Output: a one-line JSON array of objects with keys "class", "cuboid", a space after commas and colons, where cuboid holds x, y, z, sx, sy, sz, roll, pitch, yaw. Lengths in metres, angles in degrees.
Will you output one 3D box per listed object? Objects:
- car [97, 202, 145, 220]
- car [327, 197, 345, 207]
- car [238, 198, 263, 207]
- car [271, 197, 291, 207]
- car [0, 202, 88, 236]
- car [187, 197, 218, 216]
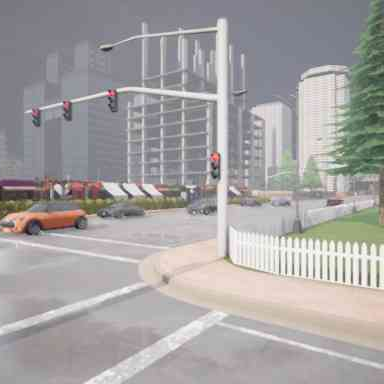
[{"class": "car", "cuboid": [-6.004, 1.577, 28.502, 1.994, 1.385, 4.181, 0, 0, 34]}, {"class": "car", "cuboid": [21.916, 1.484, 50.707, 1.882, 1.535, 5.008, 0, 0, 34]}, {"class": "car", "cuboid": [9.013, 1.561, 50.616, 2.033, 1.411, 5.357, 0, 0, 35]}, {"class": "car", "cuboid": [13.847, 1.537, 51.461, 1.812, 1.442, 4.674, 0, 0, 34]}, {"class": "car", "cuboid": [-8.188, 1.363, 18.699, 2.097, 1.767, 4.553, 0, 0, 32]}, {"class": "car", "cuboid": [1.436, 1.363, 33.257, 2.097, 1.767, 4.553, 0, 0, 34]}]
